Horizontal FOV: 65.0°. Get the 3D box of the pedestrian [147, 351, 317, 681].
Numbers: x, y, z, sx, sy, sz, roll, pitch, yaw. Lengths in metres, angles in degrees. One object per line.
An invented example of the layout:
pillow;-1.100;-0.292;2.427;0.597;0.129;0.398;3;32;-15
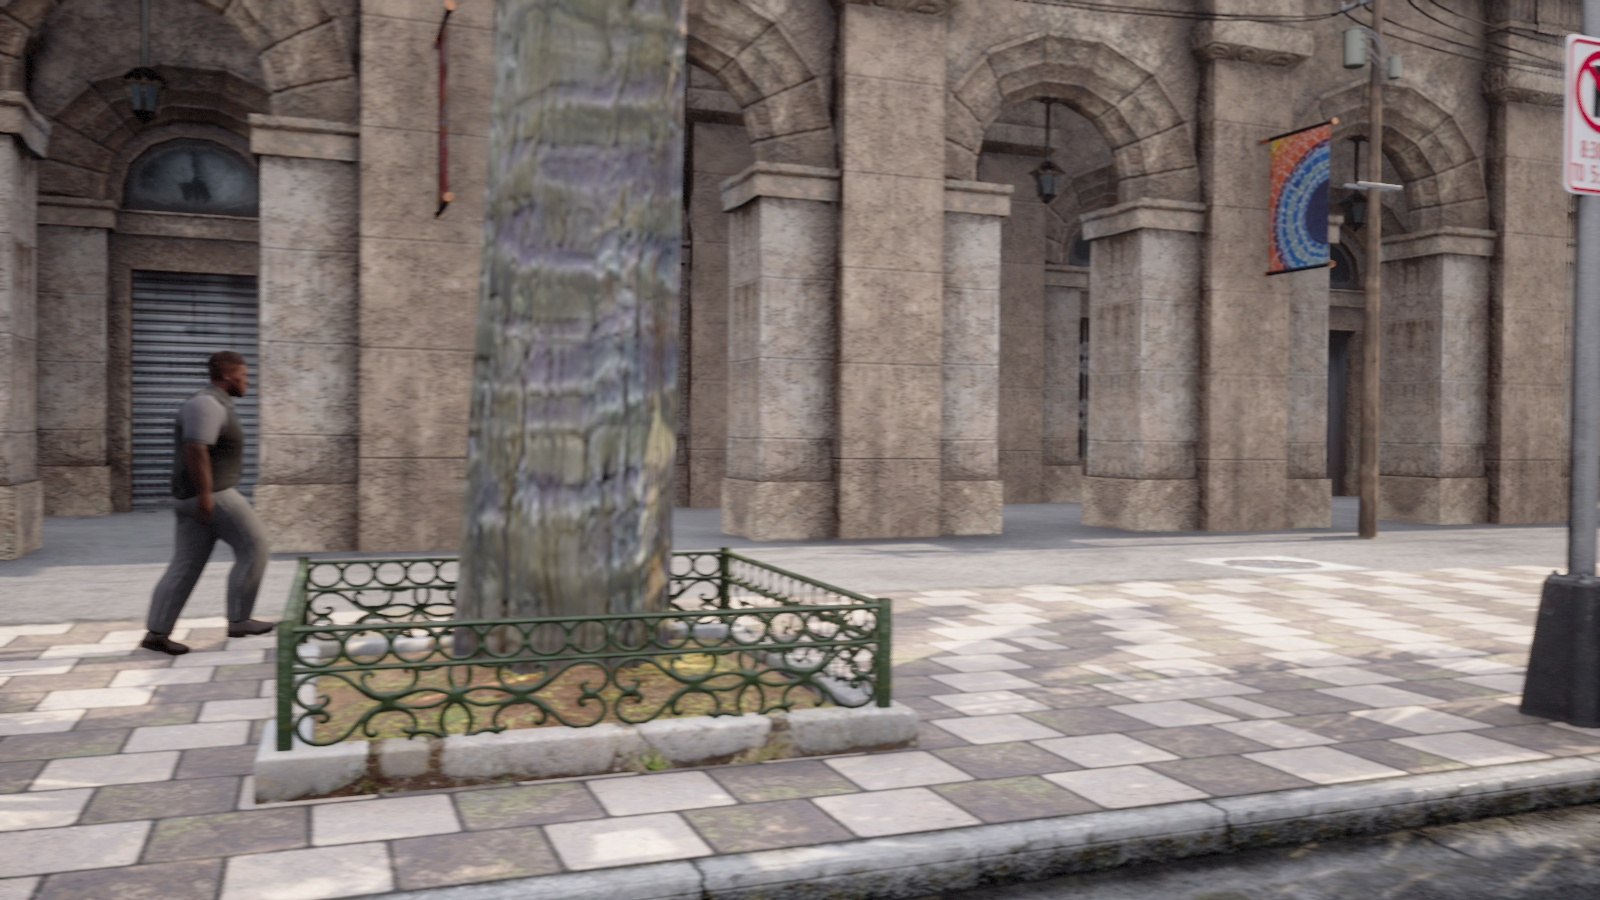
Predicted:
pedestrian;-3.449;0.368;7.625;0.849;1.883;0.563;-1;1;-31
